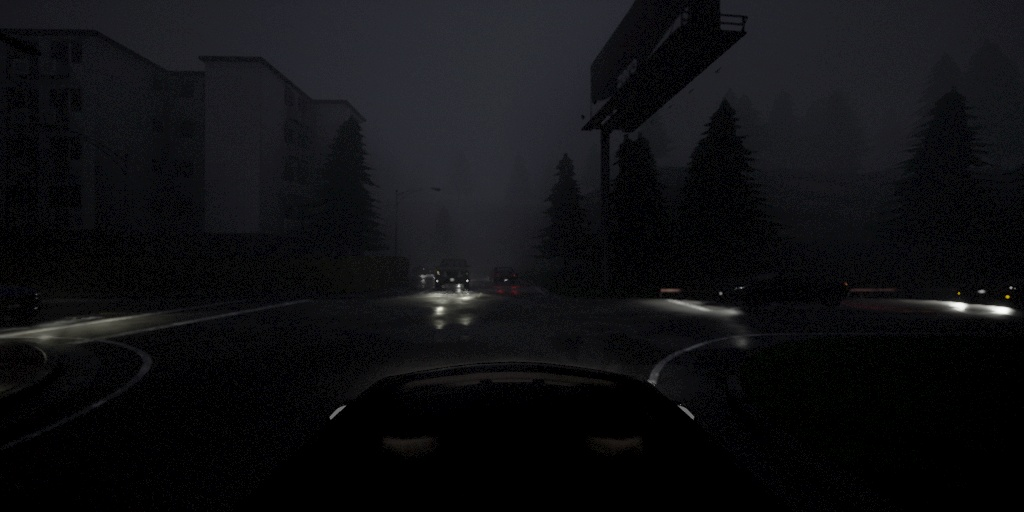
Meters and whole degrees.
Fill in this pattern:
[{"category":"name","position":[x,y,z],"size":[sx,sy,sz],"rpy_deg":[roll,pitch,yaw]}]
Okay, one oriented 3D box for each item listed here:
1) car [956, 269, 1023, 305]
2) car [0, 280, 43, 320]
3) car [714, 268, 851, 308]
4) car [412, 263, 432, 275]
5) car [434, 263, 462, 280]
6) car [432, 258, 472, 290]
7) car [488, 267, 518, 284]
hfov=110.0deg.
[{"category":"car","position":[20.539,1.227,14.225],"size":[4.181,1.385,1.994],"rpy_deg":[0,0,-2]},{"category":"car","position":[-16.159,1.109,9.850],"size":[5.008,1.535,1.882],"rpy_deg":[0,0,0]},{"category":"car","position":[10.479,1.188,14.038],"size":[4.674,1.442,1.812],"rpy_deg":[0,0,-1]},{"category":"car","position":[-11.200,1.588,45.400],"size":[1.812,1.442,4.674],"rpy_deg":[0,-1,-34]},{"category":"car","position":[-6.523,1.501,36.085],"size":[1.837,1.490,4.892],"rpy_deg":[0,-1,-21]},{"category":"car","position":[-4.009,1.139,24.760],"size":[2.150,2.045,5.566],"rpy_deg":[0,-1,-7]},{"category":"car","position":[-0.849,1.550,29.580],"size":[1.895,1.301,4.718],"rpy_deg":[0,0,-10]}]
